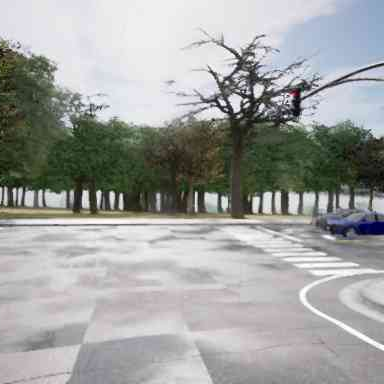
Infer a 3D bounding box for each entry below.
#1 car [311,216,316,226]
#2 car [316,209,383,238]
[{"bbox_3d":[11.107,1.976,24.244,4.902,1.511,2.128,1,1,-11],"label":"car"},{"bbox_3d":[10.771,1.998,20.865,5.008,1.535,1.882,1,1,-11],"label":"car"}]
